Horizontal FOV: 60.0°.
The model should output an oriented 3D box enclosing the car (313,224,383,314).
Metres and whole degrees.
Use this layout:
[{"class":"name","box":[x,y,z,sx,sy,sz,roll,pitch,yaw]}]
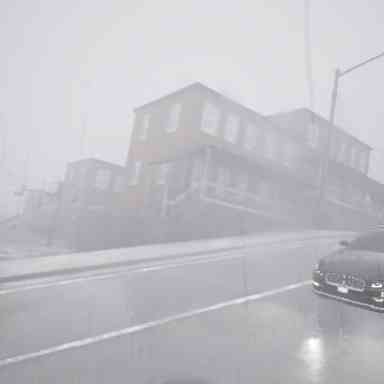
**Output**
[{"class":"car","box":[4.645,1.480,7.265,4.892,1.490,1.837,0,0,-35]}]
